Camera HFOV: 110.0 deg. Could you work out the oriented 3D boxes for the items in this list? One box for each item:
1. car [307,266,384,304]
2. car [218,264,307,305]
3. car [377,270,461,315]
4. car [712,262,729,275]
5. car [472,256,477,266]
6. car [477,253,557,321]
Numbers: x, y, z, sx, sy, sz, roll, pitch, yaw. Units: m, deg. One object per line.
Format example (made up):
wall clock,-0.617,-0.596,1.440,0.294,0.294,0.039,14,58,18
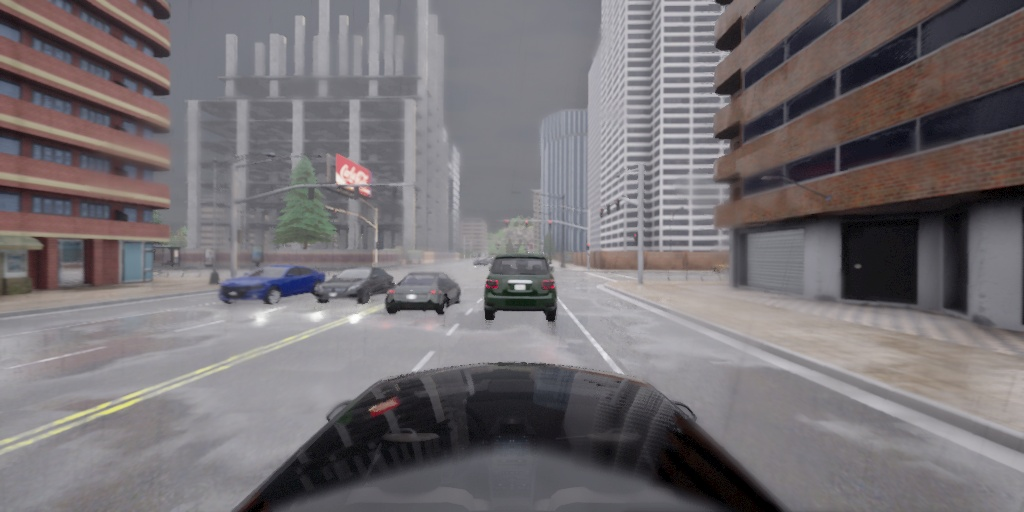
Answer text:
car,-6.683,1.195,15.860,1.812,1.442,4.674,0,0,2
car,-10.190,1.129,15.708,1.882,1.535,5.008,0,0,2
car,-3.138,1.259,13.391,1.994,1.385,4.181,0,0,2
car,24.717,1.230,39.422,5.008,1.535,1.882,0,0,1
car,-5.508,1.085,62.455,1.994,1.385,4.181,0,0,2
car,0.310,0.937,12.418,2.150,2.045,5.566,0,0,2
